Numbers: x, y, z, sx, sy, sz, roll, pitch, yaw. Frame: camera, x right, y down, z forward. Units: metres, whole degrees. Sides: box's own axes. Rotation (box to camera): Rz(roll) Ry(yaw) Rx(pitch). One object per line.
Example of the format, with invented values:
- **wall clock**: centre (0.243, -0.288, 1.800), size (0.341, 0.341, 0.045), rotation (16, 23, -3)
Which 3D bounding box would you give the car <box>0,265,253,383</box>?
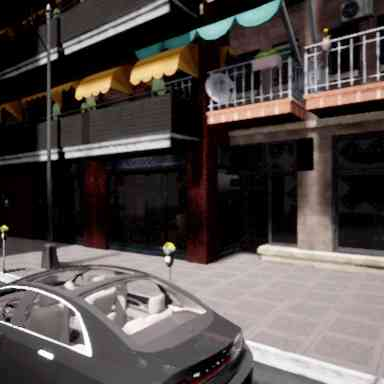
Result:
- **car**: centre (-1.467, 1.569, 3.928), size (4.403, 1.369, 2.008), rotation (0, 0, 36)
